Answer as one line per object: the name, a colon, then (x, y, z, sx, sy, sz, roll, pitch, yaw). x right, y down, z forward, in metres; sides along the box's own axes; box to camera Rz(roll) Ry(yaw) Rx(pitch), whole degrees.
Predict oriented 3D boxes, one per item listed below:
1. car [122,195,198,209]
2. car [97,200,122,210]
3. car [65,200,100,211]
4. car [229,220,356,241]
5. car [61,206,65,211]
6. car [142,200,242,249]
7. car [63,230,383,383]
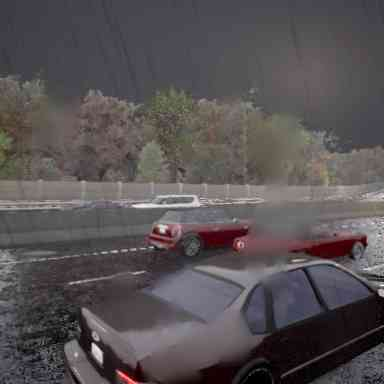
car: (-1.849, 1.227, 24.163, 5.566, 2.045, 2.150, 0, 0, -35)
car: (-4.902, 1.568, 26.284, 4.181, 1.385, 1.994, 0, 0, -35)
car: (-7.691, 1.551, 28.596, 5.357, 1.411, 2.033, 0, 0, -35)
car: (3.651, 1.604, 10.646, 4.718, 1.301, 1.895, 0, 0, -35)
car: (-9.735, 1.495, 31.434, 4.902, 1.511, 2.128, 0, 0, -35)
car: (0.704, 1.354, 12.846, 4.553, 1.767, 2.097, 0, 0, -35)
car: (1.160, 1.548, 4.571, 5.357, 1.411, 2.033, 0, 0, -36)
